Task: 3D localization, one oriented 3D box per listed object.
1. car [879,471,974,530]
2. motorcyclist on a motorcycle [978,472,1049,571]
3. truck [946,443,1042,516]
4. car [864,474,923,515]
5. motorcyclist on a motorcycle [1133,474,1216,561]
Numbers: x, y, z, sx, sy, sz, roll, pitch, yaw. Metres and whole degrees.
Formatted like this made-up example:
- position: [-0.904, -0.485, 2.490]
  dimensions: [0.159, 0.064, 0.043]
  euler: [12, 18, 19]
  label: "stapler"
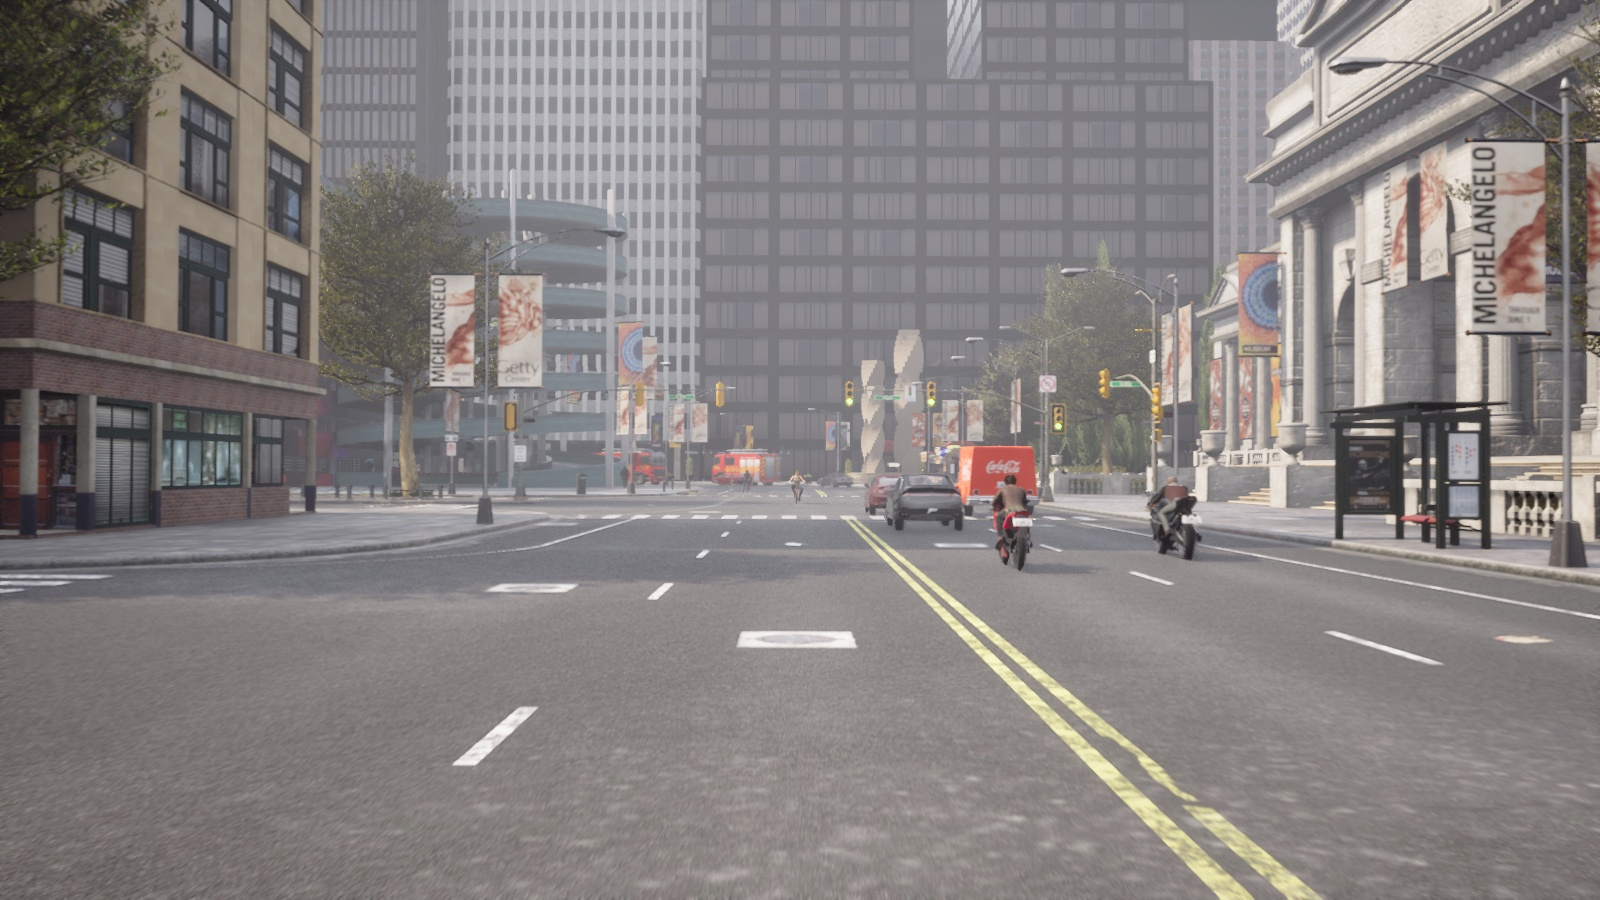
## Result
- position: [3.416, 1.342, 34.926]
  dimensions: [2.128, 1.511, 4.902]
  euler: [0, -1, 0]
  label: "car"
- position: [3.451, 1.126, 20.489]
  dimensions: [0.797, 1.523, 2.044]
  euler: [0, -1, 0]
  label: "motorcyclist on a motorcycle"
- position: [6.889, 1.057, 45.175]
  dimensions: [2.627, 2.467, 5.204]
  euler: [0, -1, 0]
  label: "truck"
- position: [3.389, 1.603, 46.366]
  dimensions: [1.812, 1.442, 4.674]
  euler: [0, -1, 0]
  label: "car"
- position: [6.944, 1.213, 23.390]
  dimensions: [0.866, 1.530, 2.191]
  euler: [0, -1, 0]
  label: "motorcyclist on a motorcycle"
